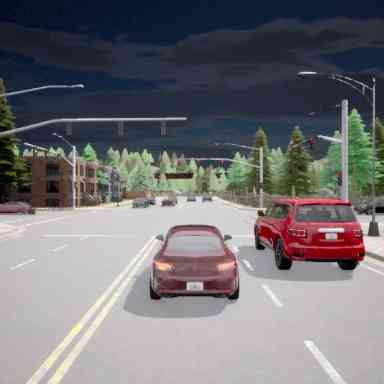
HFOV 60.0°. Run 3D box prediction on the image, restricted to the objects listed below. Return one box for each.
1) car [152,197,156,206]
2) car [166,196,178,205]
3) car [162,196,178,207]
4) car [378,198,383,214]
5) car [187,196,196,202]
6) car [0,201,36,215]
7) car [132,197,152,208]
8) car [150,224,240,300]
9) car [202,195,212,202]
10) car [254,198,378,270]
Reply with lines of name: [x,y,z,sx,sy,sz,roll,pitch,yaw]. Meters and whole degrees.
car: [-7.179,1.547,56.698,2.033,1.411,5.357,0,0,0]
car: [-3.653,1.505,62.021,1.837,1.490,4.892,0,0,0]
car: [-3.648,1.601,51.734,1.895,1.301,4.718,0,0,0]
car: [18.272,1.352,32.531,4.553,1.767,2.097,0,0,0]
car: [-0.125,1.553,74.657,1.994,1.385,4.181,0,0,0]
car: [-17.731,1.564,32.887,4.181,1.385,1.994,0,0,0]
car: [-7.165,1.505,46.954,1.837,1.490,4.892,0,0,0]
car: [0.049,1.526,8.266,1.812,1.442,4.674,0,0,0]
car: [3.382,1.355,74.428,2.097,1.767,4.553,0,0,0]
car: [3.557,1.221,11.146,2.150,2.045,5.566,0,0,0]
